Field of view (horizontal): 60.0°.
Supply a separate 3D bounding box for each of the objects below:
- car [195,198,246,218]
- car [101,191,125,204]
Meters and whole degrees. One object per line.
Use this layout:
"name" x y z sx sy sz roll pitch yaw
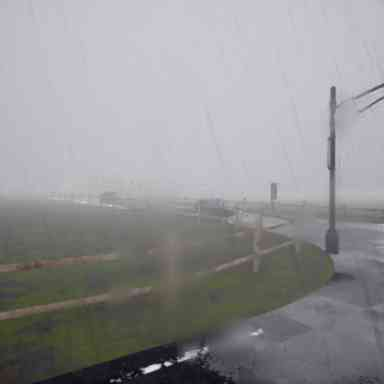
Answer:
"car" 2.231 1.261 26.875 2.128 1.511 4.902 1 1 -36
"car" -10.817 0.717 45.190 2.097 1.767 4.553 1 1 -35
